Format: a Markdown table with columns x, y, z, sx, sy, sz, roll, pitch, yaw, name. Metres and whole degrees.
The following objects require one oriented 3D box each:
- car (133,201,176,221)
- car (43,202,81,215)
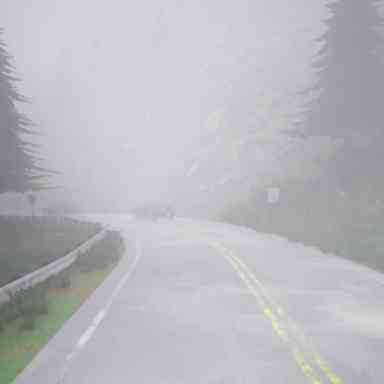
| x | y | z | sx | sy | sz | roll | pitch | yaw | name |
| --- | --- | --- | --- | --- | --- | --- | --- | --- | --- |
| -3.173 | 1.482 | 27.127 | 1.837 | 1.490 | 4.892 | -3 | 2 | -35 | car |
| -14.323 | 1.827 | 36.447 | 4.902 | 1.511 | 2.128 | -3 | 3 | 31 | car |
